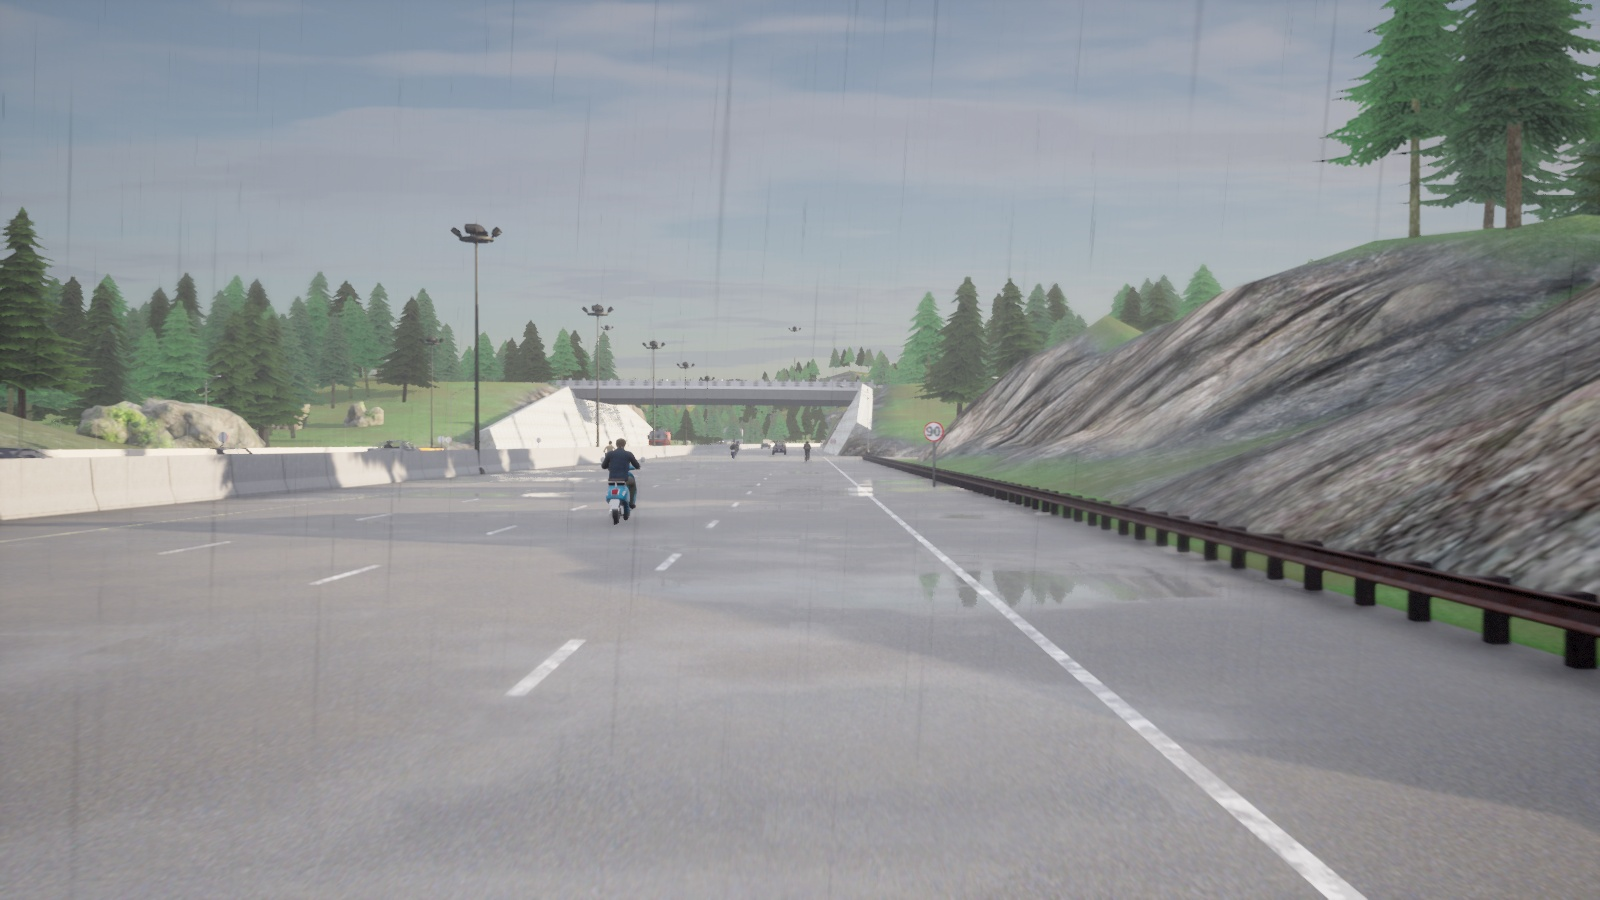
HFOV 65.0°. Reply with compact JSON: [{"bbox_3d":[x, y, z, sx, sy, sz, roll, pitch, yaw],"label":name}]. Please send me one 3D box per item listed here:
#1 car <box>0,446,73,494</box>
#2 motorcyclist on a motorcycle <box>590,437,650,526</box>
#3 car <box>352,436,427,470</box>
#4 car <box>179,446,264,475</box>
[{"bbox_3d":[-24.269,0.577,38.088,1.994,1.385,4.181,0,0,0],"label":"car"},{"bbox_3d":[-3.352,0.565,23.534,0.866,1.590,1.817,0,0,0],"label":"motorcyclist on a motorcycle"},{"bbox_3d":[-20.627,0.152,63.321,2.152,1.651,5.027,0,0,0],"label":"car"},{"bbox_3d":[-27.645,0.486,60.160,1.895,1.301,4.718,0,0,0],"label":"car"}]
